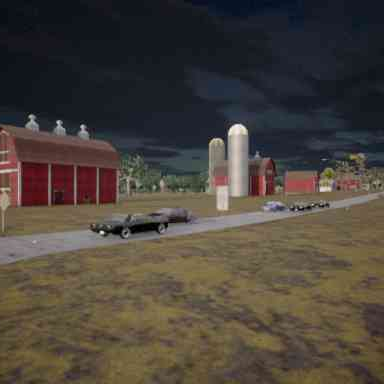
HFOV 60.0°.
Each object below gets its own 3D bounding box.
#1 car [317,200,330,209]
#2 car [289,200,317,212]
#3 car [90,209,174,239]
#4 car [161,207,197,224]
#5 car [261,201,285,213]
[{"bbox_3d":[20.420,1.933,52.590,1.895,1.301,4.718,0,0,36],"label":"car"},{"bbox_3d":[14.696,1.971,44.470,1.895,1.301,4.718,0,0,36],"label":"car"},{"bbox_3d":[-3.407,1.873,19.198,1.895,1.301,4.718,0,-1,36],"label":"car"},{"bbox_3d":[-1.706,1.928,26.489,2.033,1.411,5.357,0,-1,36],"label":"car"},{"bbox_3d":[10.736,1.914,43.866,1.812,1.442,4.674,0,0,36],"label":"car"}]
